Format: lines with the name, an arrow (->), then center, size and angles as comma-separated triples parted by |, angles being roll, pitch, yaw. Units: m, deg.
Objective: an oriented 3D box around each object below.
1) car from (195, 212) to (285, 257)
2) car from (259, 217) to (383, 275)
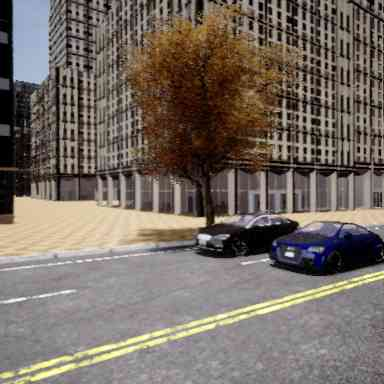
car -> 2.378, 1.572, 13.365 | 4.902, 1.511, 2.128 | 1, 0, -35
car -> 4.474, 1.647, 10.866 | 4.181, 1.385, 1.994 | 1, 0, -35
